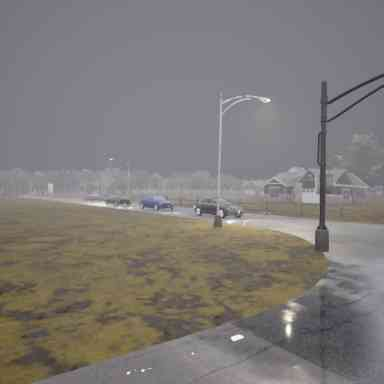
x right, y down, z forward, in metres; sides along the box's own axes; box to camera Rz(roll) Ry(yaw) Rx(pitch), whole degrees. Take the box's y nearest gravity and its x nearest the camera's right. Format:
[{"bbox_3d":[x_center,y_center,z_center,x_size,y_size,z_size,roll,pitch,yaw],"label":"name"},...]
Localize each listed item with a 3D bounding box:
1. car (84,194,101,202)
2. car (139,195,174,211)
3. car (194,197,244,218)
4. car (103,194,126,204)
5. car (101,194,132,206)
[{"bbox_3d":[-18.194,1.006,61.142,2.033,1.411,5.357,2,-1,-35],"label":"car"},{"bbox_3d":[-3.739,1.082,34.617,1.882,1.535,5.008,2,0,-36],"label":"car"},{"bbox_3d":[2.056,1.225,26.470,1.837,1.490,4.892,2,0,-35],"label":"car"},{"bbox_3d":[-12.396,1.086,52.991,1.994,1.385,4.181,2,-1,-35],"label":"car"},{"bbox_3d":[-9.529,1.107,42.770,1.895,1.301,4.718,2,-1,-35],"label":"car"}]
